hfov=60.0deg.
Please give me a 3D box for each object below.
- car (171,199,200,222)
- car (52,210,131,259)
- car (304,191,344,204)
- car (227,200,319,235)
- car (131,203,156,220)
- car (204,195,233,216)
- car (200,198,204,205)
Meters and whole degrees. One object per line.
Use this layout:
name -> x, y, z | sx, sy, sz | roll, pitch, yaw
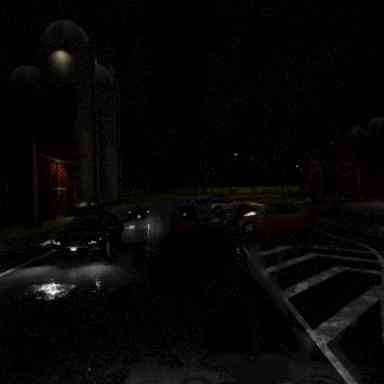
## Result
car -> -0.592, 1.443, 26.135 | 1.882, 1.535, 5.008 | -1, 0, -1
car -> -3.874, 1.570, 13.126 | 1.837, 1.490, 4.892 | -1, 0, -1
car -> 16.424, 0.848, 41.351 | 4.605, 1.855, 1.932 | -1, 0, -1
car -> 4.187, 1.375, 17.449 | 4.193, 1.474, 1.816 | -1, 0, -1
car -> -4.221, 1.648, 28.466 | 1.895, 1.301, 4.718 | -1, 0, -1
car -> 3.365, 1.177, 30.918 | 3.866, 1.878, 1.905 | -1, 0, -1
car -> 2.919, 1.310, 55.120 | 4.611, 1.667, 2.242 | -1, 0, -1
